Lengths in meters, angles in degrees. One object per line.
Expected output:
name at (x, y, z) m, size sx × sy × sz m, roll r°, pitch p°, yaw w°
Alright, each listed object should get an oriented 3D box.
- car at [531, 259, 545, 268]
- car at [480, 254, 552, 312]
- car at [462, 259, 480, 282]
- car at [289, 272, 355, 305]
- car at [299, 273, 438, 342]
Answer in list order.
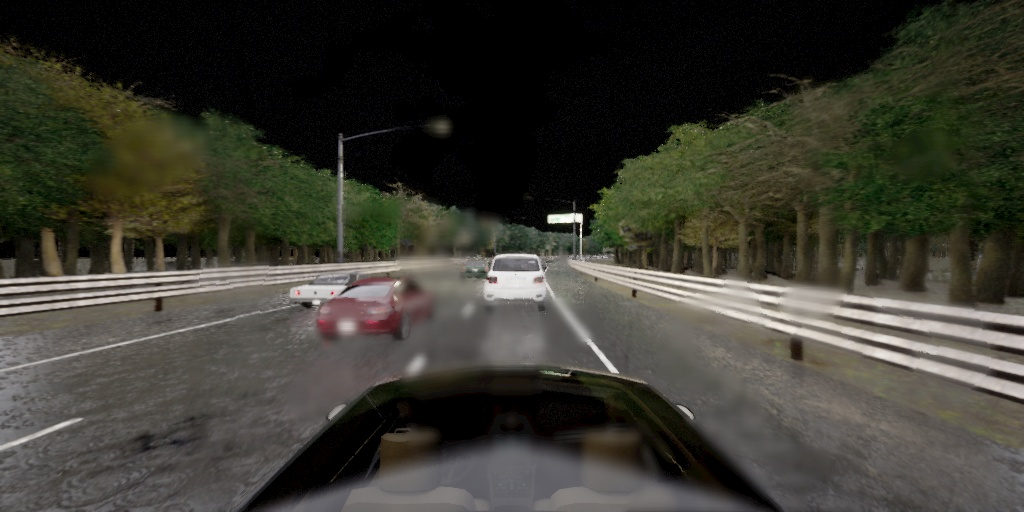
car at (4.469, 1.165, 60.850) m, size 2.033 × 1.411 × 5.357 m, roll 0°, pitch 0°, yaw 9°
car at (0.216, 0.949, 14.353) m, size 2.150 × 2.045 × 5.566 m, roll 0°, pitch 0°, yaw 2°
car at (-2.485, 1.045, 27.917) m, size 2.097 × 1.767 × 4.553 m, roll 0°, pitch 0°, yaw 4°
car at (-6.664, 1.309, 14.576) m, size 1.895 × 1.301 × 4.718 m, roll 0°, pitch 0°, yaw 2°
car at (-3.288, 1.252, 9.553) m, size 1.812 × 1.442 × 4.674 m, roll 0°, pitch 0°, yaw 1°
